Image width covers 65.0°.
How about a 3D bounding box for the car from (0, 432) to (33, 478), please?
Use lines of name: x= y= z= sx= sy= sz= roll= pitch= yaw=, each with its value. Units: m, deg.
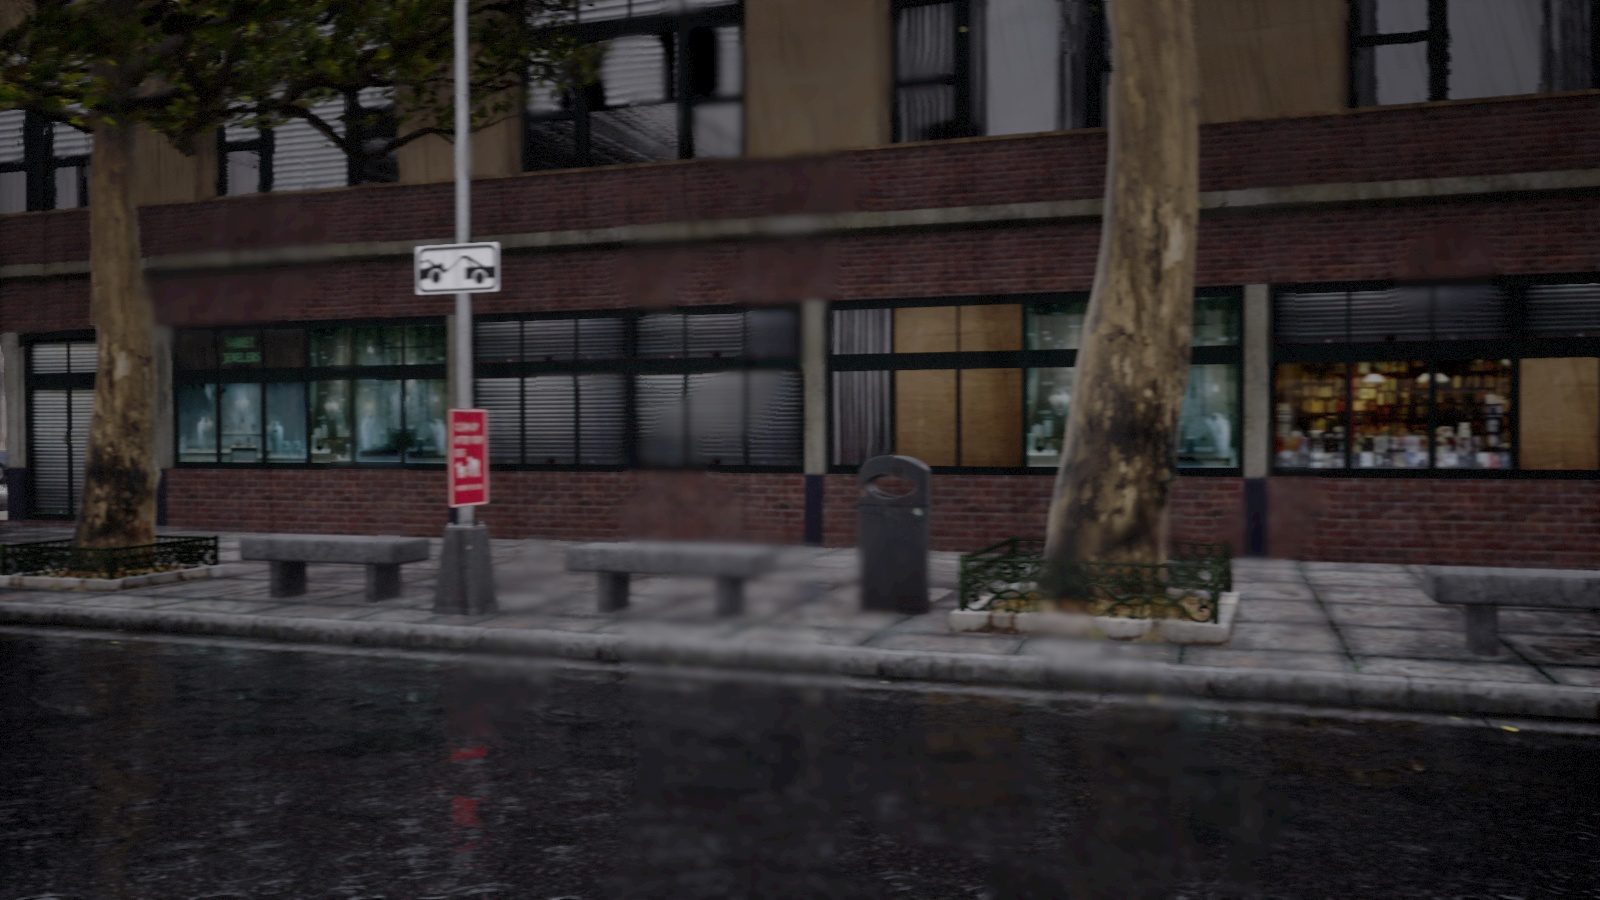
car: x=-26.097 y=0.174 z=37.607 sx=2.033 sy=1.411 sz=5.357 roll=0 pitch=1 yaw=16
